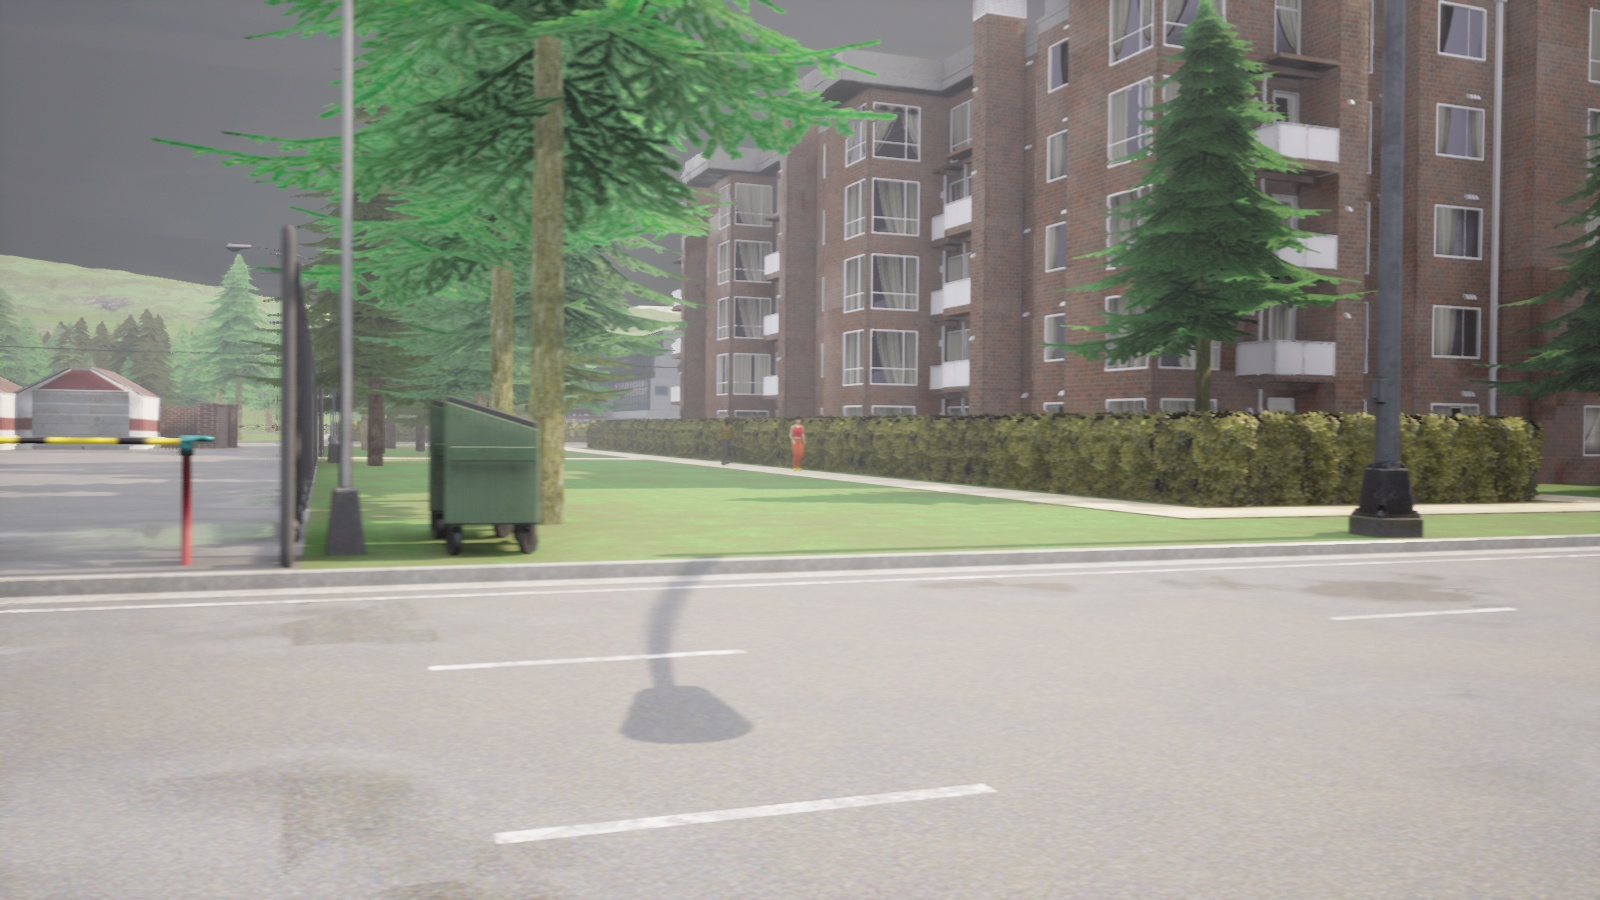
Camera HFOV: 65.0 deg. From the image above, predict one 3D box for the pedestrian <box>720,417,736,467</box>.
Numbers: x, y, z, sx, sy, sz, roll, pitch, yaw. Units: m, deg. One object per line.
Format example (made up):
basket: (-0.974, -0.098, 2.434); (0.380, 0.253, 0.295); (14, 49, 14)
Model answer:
pedestrian: (-2.642, -0.296, 46.193); (0.370, 1.835, 0.726); (-1, 1, -22)

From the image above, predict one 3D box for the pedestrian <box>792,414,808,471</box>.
pedestrian: (0.000, -0.237, 40.799); (0.345, 1.836, 0.594); (-1, 1, -20)
